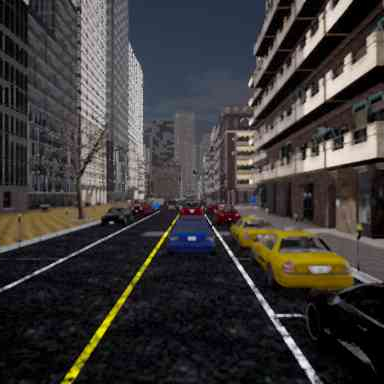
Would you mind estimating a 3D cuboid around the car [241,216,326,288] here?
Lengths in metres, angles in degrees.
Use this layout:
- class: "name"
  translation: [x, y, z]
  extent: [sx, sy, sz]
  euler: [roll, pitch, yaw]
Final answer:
- class: "car"
  translation: [2.686, 1.615, 9.290]
  extent: [1.752, 1.417, 4.829]
  euler: [0, -1, 0]

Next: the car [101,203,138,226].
- class: "car"
  translation: [-5.695, 1.817, 25.689]
  extent: [1.947, 1.339, 4.313]
  euler: [0, -1, 0]

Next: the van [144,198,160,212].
- class: "van"
  translation: [-5.697, 1.816, 47.782]
  extent: [1.690, 1.788, 3.998]
  euler: [0, -1, 0]

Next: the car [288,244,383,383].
- class: "car"
  translation: [2.687, 1.601, 3.598]
  extent: [1.947, 1.339, 4.313]
  euler: [0, -1, 0]

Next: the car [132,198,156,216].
- class: "car"
  translation: [-5.697, 1.676, 36.736]
  extent: [2.192, 1.841, 5.009]
  euler: [0, -1, 0]

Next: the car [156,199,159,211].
- class: "car"
  translation: [-5.696, 1.984, 42.257]
  extent: [1.947, 1.339, 4.313]
  euler: [0, -1, 0]

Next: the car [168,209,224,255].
- class: "car"
  translation: [0.001, 1.683, 13.989]
  extent: [2.033, 1.411, 5.357]
  euler: [0, -1, 0]

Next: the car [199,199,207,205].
- class: "car"
  translation: [2.683, 2.369, 80.167]
  extent: [1.887, 1.381, 4.507]
  euler: [0, -1, 0]

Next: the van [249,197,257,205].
- class: "van"
  translation: [13.706, 1.798, 67.728]
  extent: [3.998, 1.788, 1.690]
  euler: [-1, 0, 0]

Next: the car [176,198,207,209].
- class: "car"
  translation: [0.002, 1.635, 29.078]
  extent: [2.097, 1.767, 4.553]
  euler: [0, -1, 0]

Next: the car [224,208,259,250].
- class: "car"
  translation: [2.685, 1.669, 14.814]
  extent: [1.752, 1.417, 4.829]
  euler: [0, -1, 0]

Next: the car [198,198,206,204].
- class: "car"
  translation: [2.682, 2.386, 91.223]
  extent: [1.967, 1.590, 4.097]
  euler: [0, -1, 0]

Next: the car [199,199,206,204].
- class: "car"
  translation: [2.683, 2.430, 85.694]
  extent: [1.887, 1.381, 4.507]
  euler: [0, -1, 0]

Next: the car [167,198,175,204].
- class: "car"
  translation: [-5.697, 2.491, 91.222]
  extent: [1.887, 1.381, 4.507]
  euler: [0, -1, 0]

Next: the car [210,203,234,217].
- class: "car"
  translation: [2.685, 1.796, 25.689]
  extent: [1.887, 1.381, 4.507]
  euler: [0, -1, 0]

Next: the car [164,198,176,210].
- class: "car"
  translation: [-3.007, 2.039, 51.352]
  extent: [1.812, 1.442, 4.674]
  euler: [0, -1, 0]

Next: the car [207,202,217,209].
- class: "car"
  translation: [2.684, 1.963, 42.256]
  extent: [1.887, 1.381, 4.507]
  euler: [0, -1, 0]
